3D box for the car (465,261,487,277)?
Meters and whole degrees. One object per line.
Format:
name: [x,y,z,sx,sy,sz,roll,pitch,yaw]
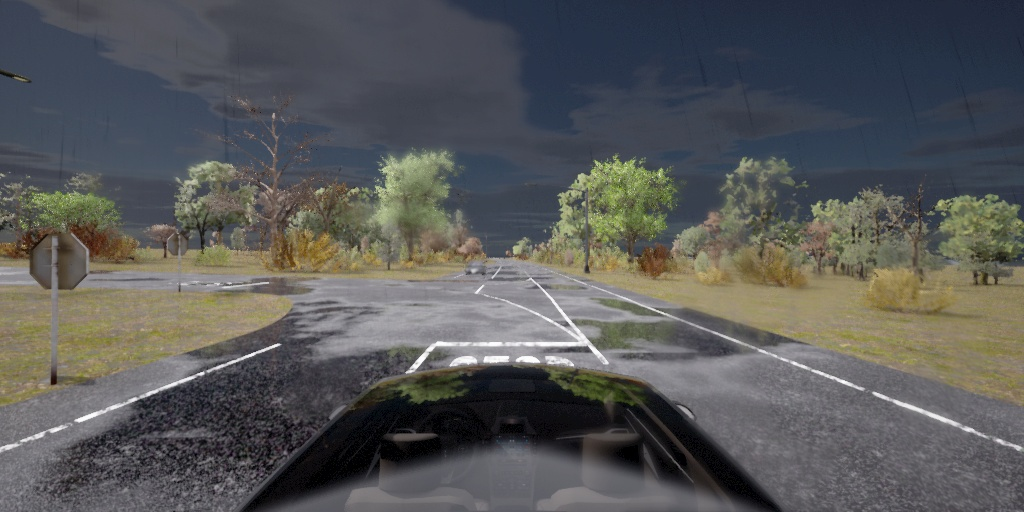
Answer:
car: [-3.548,1.257,35.985,2.128,1.511,4.902,0,0,0]
